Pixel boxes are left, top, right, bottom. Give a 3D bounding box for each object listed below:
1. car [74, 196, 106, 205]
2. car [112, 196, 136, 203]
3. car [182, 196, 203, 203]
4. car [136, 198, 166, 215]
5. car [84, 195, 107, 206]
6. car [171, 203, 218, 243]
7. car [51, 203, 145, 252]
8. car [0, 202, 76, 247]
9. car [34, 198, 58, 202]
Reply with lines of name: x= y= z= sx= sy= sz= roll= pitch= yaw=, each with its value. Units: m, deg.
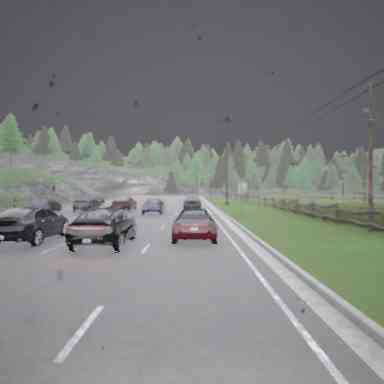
car: x=-10.459 y=1.207 z=33.518 sx=2.128 sy=1.511 sz=4.902 roll=0 pitch=1 yaw=1
car: x=-6.952 y=1.184 z=34.568 sx=1.882 sy=1.535 sz=5.008 roll=0 pitch=1 yaw=0
car: x=0.042 y=1.221 z=33.520 sx=1.837 sy=1.490 sz=4.892 roll=0 pitch=1 yaw=1
car: x=-3.488 y=1.286 z=30.731 sx=2.033 sy=1.411 sz=5.357 roll=0 pitch=1 yaw=0
car: x=-13.933 y=1.193 z=48.103 sx=1.895 sy=1.301 sz=4.718 roll=0 pitch=1 yaw=0
car: x=0.100 y=1.433 z=15.307 sx=1.994 sy=1.385 sz=4.181 roll=0 pitch=0 yaw=0
car: x=-3.402 y=1.376 z=13.218 sx=2.128 sy=1.511 sz=4.902 roll=0 pitch=0 yaw=0
car: x=-6.901 y=1.381 z=14.402 sx=1.837 sy=1.490 sz=4.892 roll=0 pitch=0 yaw=0
car: x=-13.982 y=1.294 z=31.842 sx=1.994 sy=1.385 sz=4.181 roll=0 pitch=1 yaw=1
